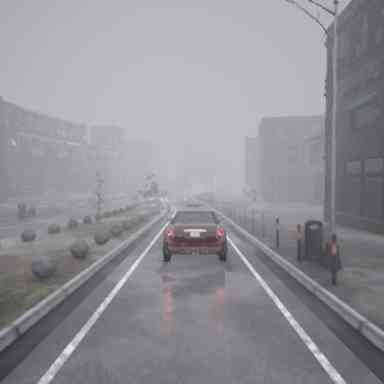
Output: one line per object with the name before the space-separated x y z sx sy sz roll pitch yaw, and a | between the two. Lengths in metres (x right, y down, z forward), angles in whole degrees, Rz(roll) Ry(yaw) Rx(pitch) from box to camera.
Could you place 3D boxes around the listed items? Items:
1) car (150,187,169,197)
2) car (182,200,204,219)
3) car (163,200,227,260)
car | -5.746 -0.010 59.323 2.097 1.767 4.553 1 2 15
car | 0.068 1.520 30.239 1.837 1.490 4.892 0 0 -1
car | 0.099 1.358 12.546 2.097 1.767 4.553 0 0 0
